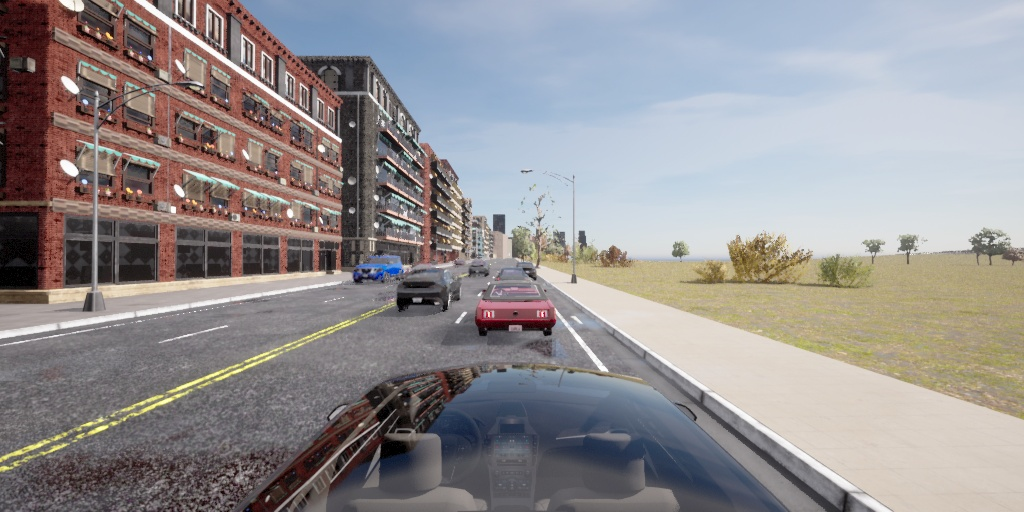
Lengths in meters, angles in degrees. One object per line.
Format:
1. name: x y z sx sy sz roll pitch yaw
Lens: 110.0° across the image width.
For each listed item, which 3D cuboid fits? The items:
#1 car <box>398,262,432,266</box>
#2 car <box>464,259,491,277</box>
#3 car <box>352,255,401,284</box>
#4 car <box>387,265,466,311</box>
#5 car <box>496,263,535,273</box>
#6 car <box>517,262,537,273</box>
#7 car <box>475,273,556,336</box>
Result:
1. car: -6.666 1.281 26.674 1.812 1.442 4.674 0 0 0
2. car: -3.240 1.248 36.105 2.128 1.511 4.902 0 0 0
3. car: -9.917 0.976 27.006 2.150 2.045 5.566 0 0 0
4. car: -3.185 1.255 14.460 1.837 1.490 4.892 0 -1 0
5. car: 0.043 1.318 20.388 1.994 1.385 4.181 0 0 0
6. car: 1.062 1.261 30.382 1.837 1.490 4.892 0 0 0
7. car: 0.078 1.353 10.358 1.895 1.301 4.718 0 0 0
